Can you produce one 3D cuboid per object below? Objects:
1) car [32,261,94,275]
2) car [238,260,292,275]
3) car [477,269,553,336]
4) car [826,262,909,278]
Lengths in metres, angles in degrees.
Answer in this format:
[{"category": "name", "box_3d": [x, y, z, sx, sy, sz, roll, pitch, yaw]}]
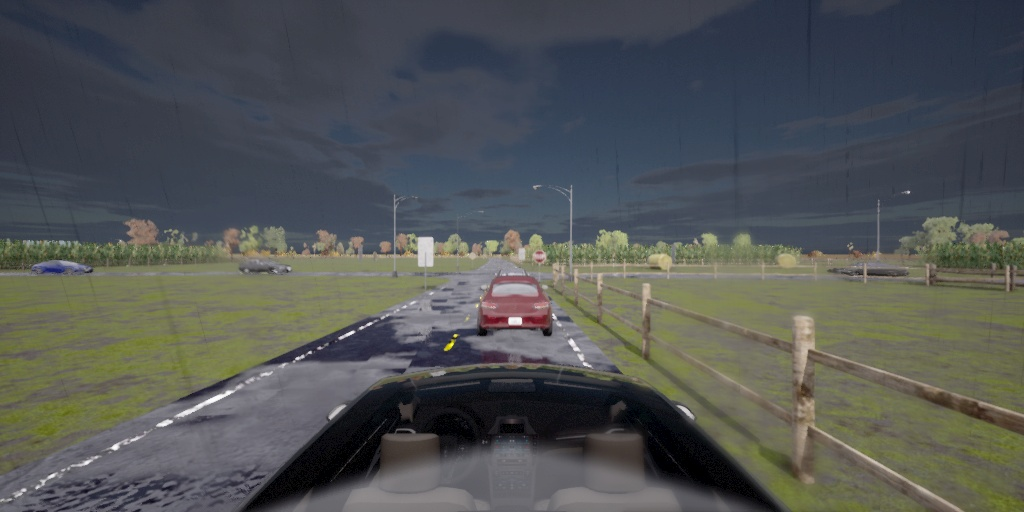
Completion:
[{"category": "car", "box_3d": [-45.530, 1.182, 36.345, 4.674, 1.442, 1.812, 0, 0, -3]}, {"category": "car", "box_3d": [-25.127, 1.153, 36.635, 4.902, 1.511, 2.128, 0, 1, 1]}, {"category": "car", "box_3d": [0.075, 1.258, 10.167, 1.812, 1.442, 4.674, 0, 0, 0]}, {"category": "car", "box_3d": [31.965, 1.247, 32.344, 5.357, 1.411, 2.033, 0, 1, 13]}]
